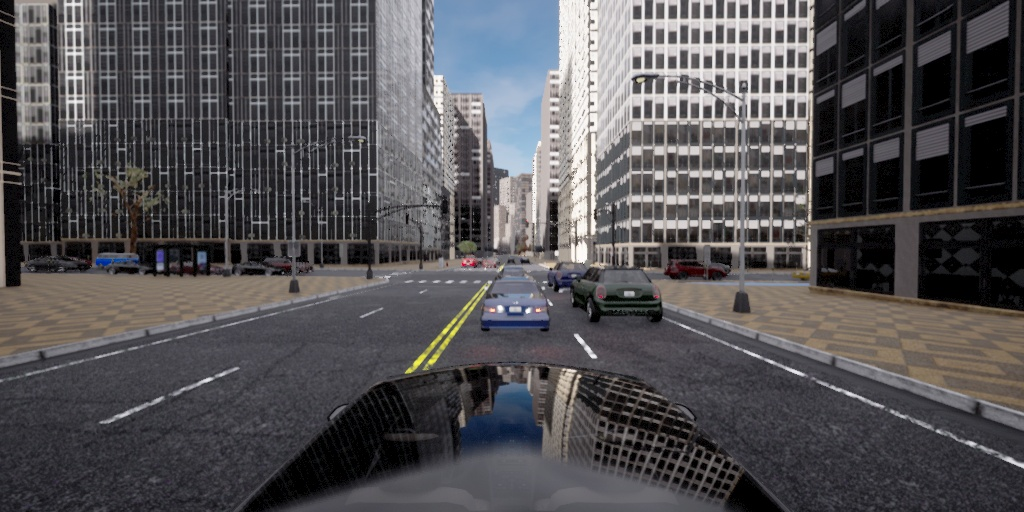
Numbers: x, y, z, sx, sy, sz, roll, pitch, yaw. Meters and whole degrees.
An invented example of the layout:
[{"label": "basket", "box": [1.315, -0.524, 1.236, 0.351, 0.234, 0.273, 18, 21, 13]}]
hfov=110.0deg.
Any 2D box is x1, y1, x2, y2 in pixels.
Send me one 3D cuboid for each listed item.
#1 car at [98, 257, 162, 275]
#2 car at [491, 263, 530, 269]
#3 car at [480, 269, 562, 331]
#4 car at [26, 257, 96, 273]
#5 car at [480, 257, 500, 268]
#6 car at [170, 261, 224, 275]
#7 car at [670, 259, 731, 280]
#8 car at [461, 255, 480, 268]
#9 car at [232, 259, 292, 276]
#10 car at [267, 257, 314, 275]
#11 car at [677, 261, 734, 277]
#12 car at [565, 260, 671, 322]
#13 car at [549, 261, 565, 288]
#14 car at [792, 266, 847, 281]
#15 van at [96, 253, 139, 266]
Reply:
[{"label": "car", "box": [-34.158, 1.038, 32.576, 4.313, 1.339, 1.948, 0, 0, 1]}, {"label": "car", "box": [0.061, 1.286, 20.099, 1.994, 1.385, 4.181, 0, 0, 0]}, {"label": "car", "box": [0.083, 1.284, 10.855, 2.033, 1.411, 5.357, 0, 0, 0]}, {"label": "car", "box": [-44.792, 0.835, 35.425, 4.892, 1.490, 1.837, 0, 1, 1]}, {"label": "car", "box": [-3.442, 1.007, 56.370, 2.097, 1.767, 4.553, 0, 0, 0]}, {"label": "car", "box": [-28.477, 1.107, 32.414, 4.207, 1.307, 1.802, 0, 0, 1]}, {"label": "car", "box": [16.133, 1.238, 31.843, 5.009, 1.841, 2.192, 0, 0, 1]}, {"label": "car", "box": [-6.691, 0.877, 56.967, 2.150, 2.045, 5.566, 0, 0, 0]}, {"label": "car", "box": [-22.793, 1.143, 32.292, 4.313, 1.339, 1.948, 0, 0, 1]}, {"label": "car", "box": [-21.905, 0.890, 34.979, 4.553, 1.767, 2.097, 1, 1, 1]}, {"label": "car", "box": [20.178, 1.364, 37.557, 4.892, 1.490, 1.837, 0, 1, 1]}, {"label": "car", "box": [3.329, 1.087, 12.300, 2.097, 1.767, 4.553, 0, 0, 0]}, {"label": "car", "box": [3.310, 1.072, 21.165, 2.097, 1.767, 4.553, 0, 0, 0]}, {"label": "car", "box": [27.581, 1.548, 31.670, 4.829, 1.417, 1.751, 0, 0, 1]}, {"label": "van", "box": [-45.367, 0.565, 41.213, 3.998, 1.789, 1.690, 0, 0, 1]}]
